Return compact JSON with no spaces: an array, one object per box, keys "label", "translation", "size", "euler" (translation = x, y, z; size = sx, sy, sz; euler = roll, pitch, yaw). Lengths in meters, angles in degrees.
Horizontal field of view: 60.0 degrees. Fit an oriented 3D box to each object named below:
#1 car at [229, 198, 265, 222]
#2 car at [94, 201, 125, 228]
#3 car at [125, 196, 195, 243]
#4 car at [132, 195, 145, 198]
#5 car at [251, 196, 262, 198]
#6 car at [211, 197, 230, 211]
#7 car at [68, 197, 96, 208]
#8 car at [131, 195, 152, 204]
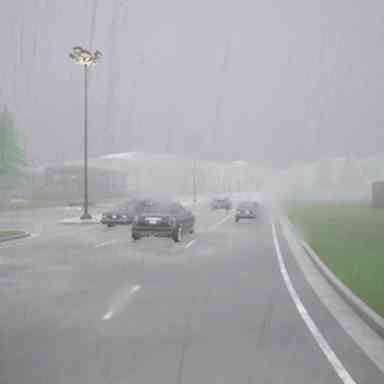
[{"label":"car","translation":[4.222,1.399,24.595],"size":[2.033,1.411,5.357],"euler":[0,0,13]},{"label":"car","translation":[-3.775,1.420,20.921],"size":[2.033,1.411,5.357],"euler":[0,0,12]},{"label":"car","translation":[-1.205,1.255,15.939],"size":[2.097,1.767,4.553],"euler":[0,0,11]},{"label":"car","translation":[-7.214,1.340,42.949],"size":[1.895,1.301,4.718],"euler":[0,0,13]},{"label":"car","translation":[8.043,1.275,41.519],"size":[1.812,1.442,4.674],"euler":[0,1,13]},{"label":"car","translation":[3.282,1.272,36.349],"size":[2.128,1.511,4.902],"euler":[0,0,13]},{"label":"car","translation":[-14.287,1.300,43.387],"size":[1.994,1.385,4.181],"euler":[0,0,13]},{"label":"car","translation":[-8.230,1.234,54.223],"size":[1.994,1.385,4.181],"euler":[0,0,13]}]
